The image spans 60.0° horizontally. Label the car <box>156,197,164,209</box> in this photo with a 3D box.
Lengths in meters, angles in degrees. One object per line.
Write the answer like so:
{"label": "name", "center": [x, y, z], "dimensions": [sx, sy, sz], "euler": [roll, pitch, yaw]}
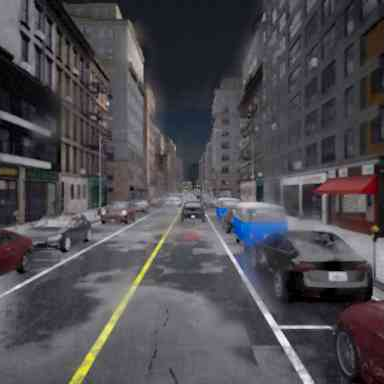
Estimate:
{"label": "car", "center": [-5.381, 1.562, 46.671], "dimensions": [1.887, 1.381, 4.507], "euler": [0, 0, 0]}

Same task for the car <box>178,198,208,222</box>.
{"label": "car", "center": [0.089, 1.510, 26.472], "dimensions": [1.837, 1.490, 4.892], "euler": [0, 1, 0]}

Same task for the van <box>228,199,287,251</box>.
{"label": "van", "center": [2.639, 1.339, 13.605], "dimensions": [1.690, 1.788, 3.998], "euler": [0, 0, 0]}

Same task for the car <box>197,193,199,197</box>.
{"label": "car", "center": [2.647, 1.345, 68.715], "dimensions": [2.192, 1.841, 5.009], "euler": [0, 0, 0]}

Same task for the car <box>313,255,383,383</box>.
{"label": "car", "center": [2.638, 1.581, 2.584], "dimensions": [1.802, 1.307, 4.206], "euler": [0, 0, 0]}

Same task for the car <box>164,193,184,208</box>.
{"label": "car", "center": [-2.792, 1.243, 49.450], "dimensions": [2.150, 2.045, 5.566], "euler": [0, 0, 0]}

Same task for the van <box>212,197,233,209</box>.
{"label": "van", "center": [2.641, 1.343, 24.627], "dimensions": [1.690, 1.788, 3.998], "euler": [0, 0, 0]}

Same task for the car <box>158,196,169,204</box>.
{"label": "car", "center": [-5.378, 1.573, 63.205], "dimensions": [1.887, 1.381, 4.507], "euler": [0, 0, 0]}

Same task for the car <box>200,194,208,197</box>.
{"label": "car", "center": [2.645, 1.461, 52.182], "dimensions": [1.967, 1.590, 4.097], "euler": [0, 0, 0]}

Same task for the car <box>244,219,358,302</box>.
{"label": "car", "center": [2.639, 1.564, 8.095], "dimensions": [1.947, 1.339, 4.313], "euler": [0, 0, 0]}

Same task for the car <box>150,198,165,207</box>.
{"label": "car", "center": [-5.380, 1.603, 52.182], "dimensions": [1.802, 1.307, 4.206], "euler": [0, 0, 0]}

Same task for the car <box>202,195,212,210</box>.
{"label": "car", "center": [2.643, 1.453, 41.159], "dimensions": [1.967, 1.590, 4.097], "euler": [0, 0, 0]}

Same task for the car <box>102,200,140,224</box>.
{"label": "car", "center": [-5.384, 1.443, 24.628], "dimensions": [1.967, 1.590, 4.097], "euler": [0, 0, 0]}

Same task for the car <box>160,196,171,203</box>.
{"label": "car", "center": [-5.378, 1.596, 68.716], "dimensions": [1.947, 1.339, 4.313], "euler": [0, 0, 0]}

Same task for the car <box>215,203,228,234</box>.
{"label": "car", "center": [2.640, 1.550, 19.116], "dimensions": [2.008, 1.369, 4.403], "euler": [0, 0, 0]}

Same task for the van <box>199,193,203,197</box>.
{"label": "van", "center": [2.647, 1.368, 63.203], "dimensions": [1.690, 1.788, 3.998], "euler": [0, 0, 0]}

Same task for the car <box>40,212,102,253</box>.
{"label": "car", "center": [-5.385, 1.549, 13.606], "dimensions": [2.008, 1.369, 4.403], "euler": [0, 0, 0]}

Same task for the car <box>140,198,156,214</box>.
{"label": "car", "center": [-5.383, 1.561, 35.649], "dimensions": [2.008, 1.369, 4.403], "euler": [0, 0, 0]}

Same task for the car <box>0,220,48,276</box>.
{"label": "car", "center": [-5.386, 1.581, 8.095], "dimensions": [1.802, 1.307, 4.206], "euler": [0, 0, 0]}
